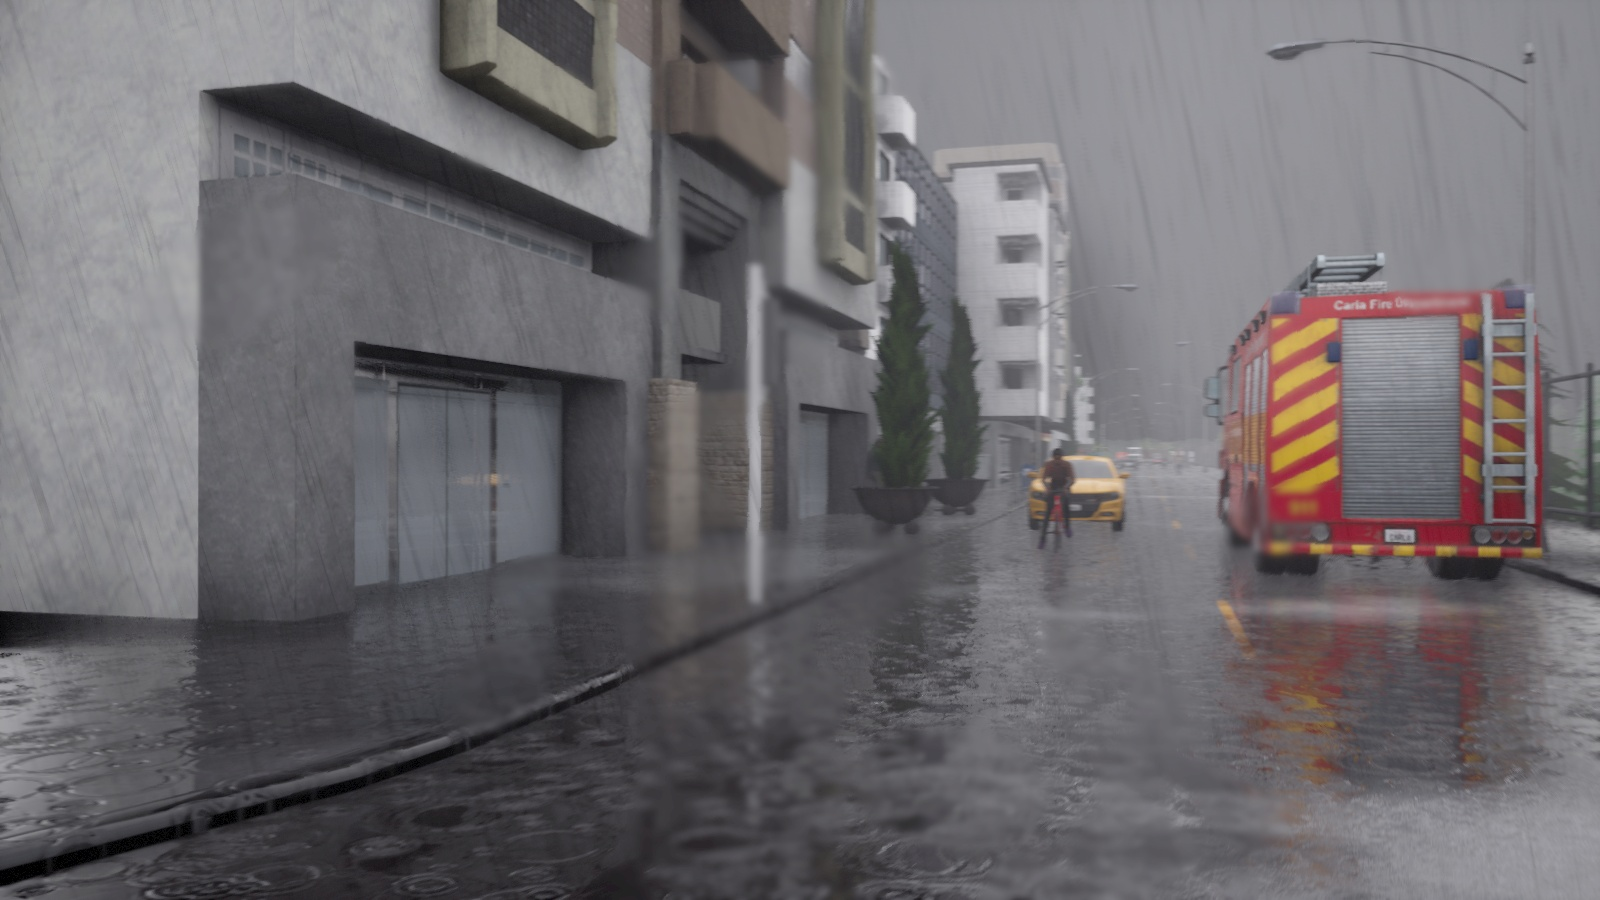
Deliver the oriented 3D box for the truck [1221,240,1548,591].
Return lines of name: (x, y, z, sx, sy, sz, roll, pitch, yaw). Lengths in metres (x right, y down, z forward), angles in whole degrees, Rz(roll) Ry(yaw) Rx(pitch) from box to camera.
truck: (7.872, -0.357, 18.161, 2.891, 3.827, 8.468, 0, 0, 15)

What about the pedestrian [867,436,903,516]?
pedestrian: (1.956, 0.594, 28.865, 0.726, 1.835, 0.370, 0, 0, -28)

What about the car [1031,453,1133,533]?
car: (6.092, 0.836, 26.772, 1.882, 1.535, 5.008, 0, 0, 15)

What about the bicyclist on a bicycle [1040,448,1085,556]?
bicyclist on a bicycle: (4.162, 0.783, 19.826, 0.582, 1.620, 1.656, 0, 0, 16)
